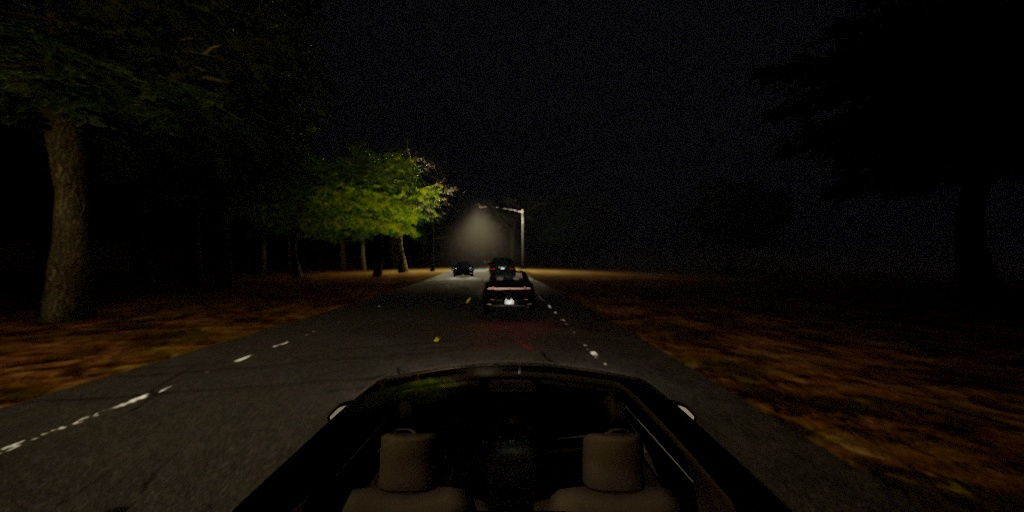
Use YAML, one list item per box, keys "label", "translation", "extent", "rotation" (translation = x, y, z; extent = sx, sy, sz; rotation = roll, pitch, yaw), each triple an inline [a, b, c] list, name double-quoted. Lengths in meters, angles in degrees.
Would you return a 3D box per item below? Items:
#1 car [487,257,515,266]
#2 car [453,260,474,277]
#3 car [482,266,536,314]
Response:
- label: "car"
  translation: [-0.909, 1.142, 30.823]
  extent: [2.150, 2.045, 5.566]
  rotation: [0, 0, -4]
- label: "car"
  translation: [-5.175, 1.338, 38.649]
  extent: [2.097, 1.767, 4.553]
  rotation: [0, 0, -5]
- label: "car"
  translation: [-0.152, 1.308, 14.174]
  extent: [2.128, 1.511, 4.902]
  rotation: [0, 0, -2]
